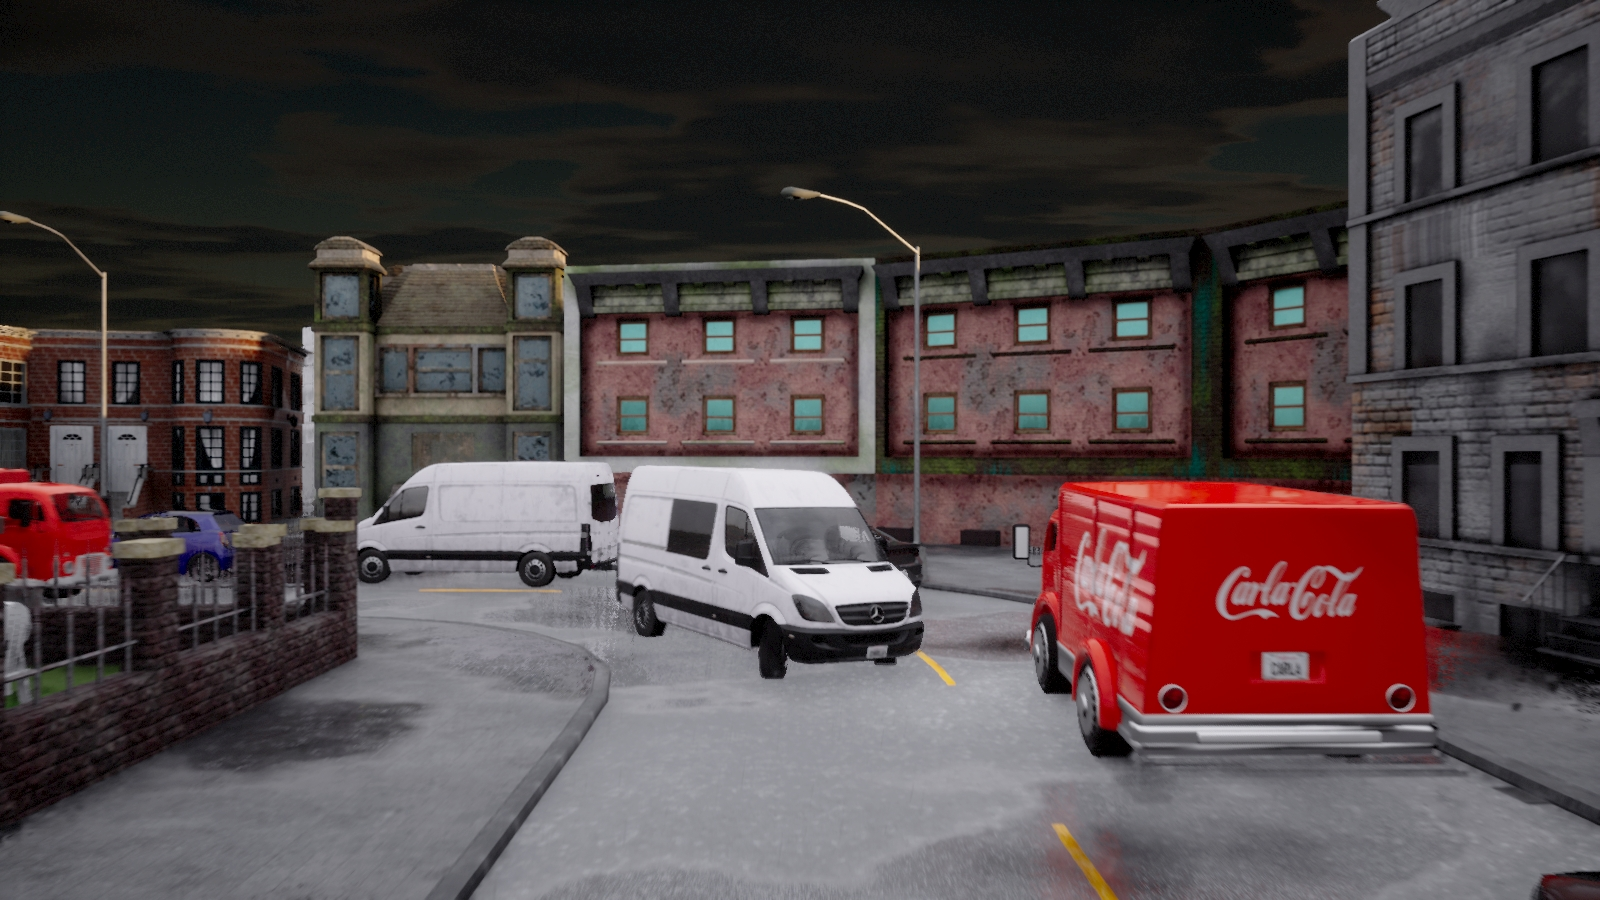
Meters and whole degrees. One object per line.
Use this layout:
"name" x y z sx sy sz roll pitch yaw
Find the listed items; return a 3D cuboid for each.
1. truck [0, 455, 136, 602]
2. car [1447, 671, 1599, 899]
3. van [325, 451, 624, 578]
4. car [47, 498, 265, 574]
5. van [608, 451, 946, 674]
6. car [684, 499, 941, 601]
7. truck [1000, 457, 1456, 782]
"truck" -15.376 1.361 20.625 5.204 2.467 2.627 -1 0 0
"car" 3.921 1.806 3.473 1.789 1.549 3.705 0 0 0
"van" -6.938 1.316 24.589 5.915 2.561 1.988 0 0 10
"car" -13.744 1.818 24.546 3.633 1.501 1.845 0 0 0
"van" -0.614 1.316 16.147 1.988 2.561 5.915 2 -1 -32
"car" 0.116 1.816 22.101 2.097 1.535 5.006 0 0 -43
"truck" 3.848 1.360 11.653 2.627 2.467 5.204 0 1 -1
